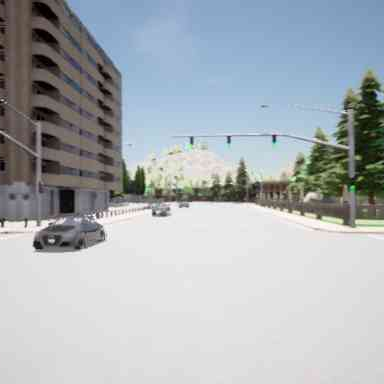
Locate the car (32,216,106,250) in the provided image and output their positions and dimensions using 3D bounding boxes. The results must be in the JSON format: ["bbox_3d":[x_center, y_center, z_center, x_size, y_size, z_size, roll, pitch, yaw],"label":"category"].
[{"bbox_3d":[-5.564,1.829,15.522,1.994,1.385,4.181,0,-1,5],"label":"car"}]

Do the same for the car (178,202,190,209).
[{"bbox_3d":[-1.520,2.581,66.055,1.994,1.385,4.181,-1,-1,5],"label":"car"}]

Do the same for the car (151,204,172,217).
[{"bbox_3d":[-3.611,2.176,39.939,2.128,1.511,4.902,-1,-1,5],"label":"car"}]
